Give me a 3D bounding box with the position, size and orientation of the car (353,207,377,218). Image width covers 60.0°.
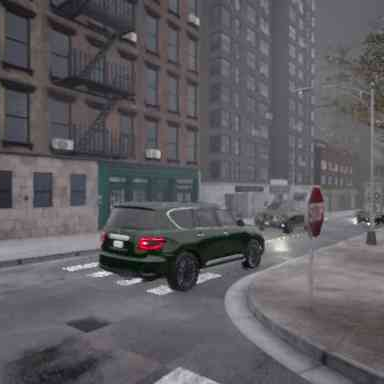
[{"bbox_3d":[22.173,2.575,42.469,1.895,1.301,4.718,1,-1,38],"label":"car"}]

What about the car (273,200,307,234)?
[{"bbox_3d":[6.257,1.597,22.254,2.150,2.045,5.566,1,-1,38],"label":"car"}]

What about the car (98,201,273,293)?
[{"bbox_3d":[0.021,1.302,9.469,2.150,2.045,5.566,0,-1,38],"label":"car"}]

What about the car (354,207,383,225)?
[{"bbox_3d":[16.718,2.208,30.836,2.128,1.511,4.902,1,-1,38],"label":"car"}]
